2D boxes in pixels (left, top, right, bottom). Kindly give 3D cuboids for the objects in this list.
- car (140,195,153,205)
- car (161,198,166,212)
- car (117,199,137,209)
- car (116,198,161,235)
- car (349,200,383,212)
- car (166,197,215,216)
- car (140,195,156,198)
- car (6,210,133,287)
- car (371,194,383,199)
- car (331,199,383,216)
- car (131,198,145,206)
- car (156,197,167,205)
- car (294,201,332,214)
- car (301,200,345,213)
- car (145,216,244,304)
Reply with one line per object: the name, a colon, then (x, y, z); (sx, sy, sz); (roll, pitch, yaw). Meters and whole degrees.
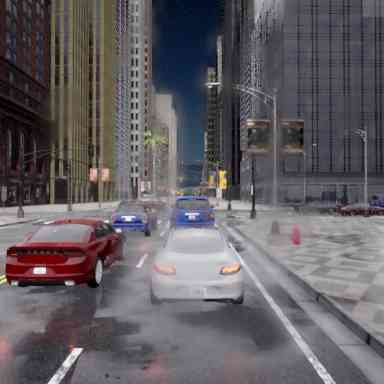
car: (-9.726, 1.600, 71.338); (2.150, 2.045, 5.566); (0, 0, 0)
car: (-4.674, 1.714, 39.342); (1.994, 1.385, 4.181); (0, 0, 28)
car: (-9.830, 1.772, 50.855); (2.033, 1.411, 5.357); (0, 0, 0)
car: (-3.144, 1.389, 18.600); (2.097, 1.767, 4.553); (0, 0, 0)
car: (20.837, 1.638, 38.710); (4.313, 1.339, 1.947); (0, 0, -1)
car: (0.032, 1.255, 17.704); (2.150, 2.045, 5.566); (0, 0, 1)
car: (-6.582, 1.446, 50.898); (2.150, 2.045, 5.566); (0, 0, 0)
car: (-3.149, 1.488, 9.373); (1.882, 1.535, 5.008); (0, 0, 0)
car: (20.396, 1.226, 32.752); (5.566, 2.045, 2.150); (0, -1, -1)
car: (15.325, 1.573, 30.100); (4.206, 1.307, 1.802); (0, 0, -1)
car: (-9.798, 1.819, 60.765); (1.812, 1.442, 4.674); (0, 0, 1)
car: (-6.476, 1.893, 70.567); (1.812, 1.442, 4.674); (0, 0, 0)
car: (13.210, 1.630, 35.840); (4.181, 1.385, 1.994); (0, -1, -1)
car: (15.198, 1.657, 38.624); (4.313, 1.339, 1.947); (0, 0, -1)
car: (0.102, 1.533, 8.003); (1.812, 1.442, 4.674); (0, 0, 0)
